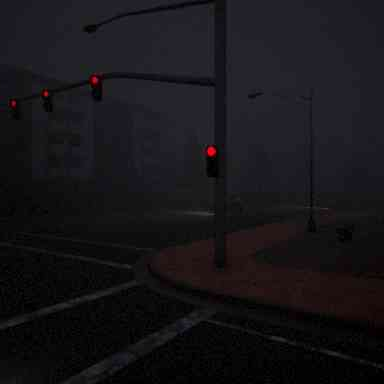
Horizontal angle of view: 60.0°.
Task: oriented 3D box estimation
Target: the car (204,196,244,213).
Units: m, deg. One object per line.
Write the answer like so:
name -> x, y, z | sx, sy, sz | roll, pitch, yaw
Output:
car -> 3.830, 1.517, 36.100 | 1.812, 1.442, 4.674 | 0, 0, 45

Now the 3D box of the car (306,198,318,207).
car -> 19.638, 1.557, 50.685 | 4.892, 1.490, 1.837 | 0, 0, -20

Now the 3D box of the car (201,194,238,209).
car -> 3.643, 1.210, 40.838 | 5.566, 2.045, 2.150 | 0, 0, -42

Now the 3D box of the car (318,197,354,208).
car -> 20.823, 1.531, 47.390 | 4.674, 1.442, 1.812 | 0, 0, -20
